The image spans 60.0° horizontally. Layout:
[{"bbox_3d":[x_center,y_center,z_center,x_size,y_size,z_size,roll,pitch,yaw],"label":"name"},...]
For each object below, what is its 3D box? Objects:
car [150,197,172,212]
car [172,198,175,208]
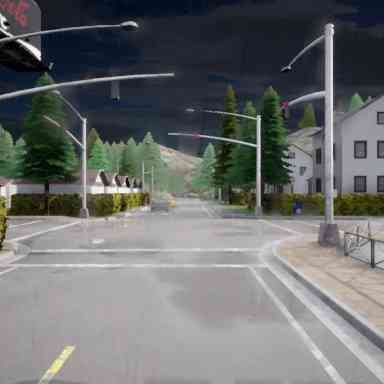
[{"bbox_3d":[-3.595,1.526,38.168,1.812,1.442,4.674,0,0,0],"label":"car"},{"bbox_3d":[-3.601,1.478,48.640,1.882,1.535,5.008,0,0,0],"label":"car"}]
